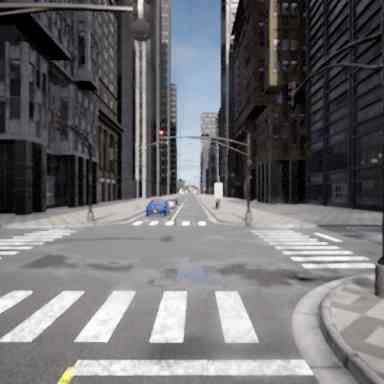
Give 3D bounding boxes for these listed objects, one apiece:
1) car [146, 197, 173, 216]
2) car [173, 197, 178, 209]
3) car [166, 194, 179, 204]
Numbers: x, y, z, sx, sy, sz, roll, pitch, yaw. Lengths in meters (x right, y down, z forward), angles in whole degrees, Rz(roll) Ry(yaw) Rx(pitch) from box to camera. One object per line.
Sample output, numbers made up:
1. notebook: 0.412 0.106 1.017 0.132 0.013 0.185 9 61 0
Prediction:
1. car: -3.160 1.405 31.321 1.882 1.535 5.008 0 0 1
2. car: -3.178 1.505 42.315 1.895 1.301 4.718 0 0 0
3. car: -3.187 1.482 54.462 1.895 1.301 4.718 0 0 0
